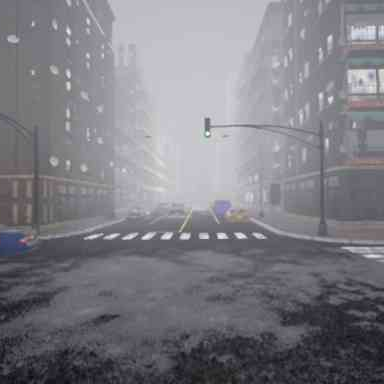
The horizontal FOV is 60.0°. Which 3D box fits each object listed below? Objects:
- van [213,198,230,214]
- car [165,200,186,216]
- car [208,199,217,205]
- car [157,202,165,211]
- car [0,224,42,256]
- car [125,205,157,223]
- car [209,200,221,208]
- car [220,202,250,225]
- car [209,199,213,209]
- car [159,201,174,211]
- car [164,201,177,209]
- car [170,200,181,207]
[{"bbox_3d":[3.762,1.743,39.986,1.690,1.788,3.998,0,-1,2],"label":"van"},{"bbox_3d":[-1.624,1.963,39.001,2.033,1.411,5.357,0,-1,2],"label":"car"},{"bbox_3d":[4.816,2.391,79.557,1.887,1.381,4.507,0,-1,2],"label":"car"},{"bbox_3d":[-3.995,2.088,45.793,1.802,1.307,4.206,0,-1,2],"label":"car"},{"bbox_3d":[-8.274,1.721,11.668,5.357,1.411,2.033,-1,-1,-10],"label":"car"},{"bbox_3d":[-4.591,1.875,28.831,2.008,1.369,4.403,0,-1,2],"label":"car"},{"bbox_3d":[4.350,2.202,62.597,2.008,1.369,4.403,0,-1,2],"label":"car"},{"bbox_3d":[3.478,1.779,26.154,1.752,1.417,4.829,0,-1,2],"label":"car"},{"bbox_3d":[3.885,1.779,45.638,2.192,1.841,5.009,0,-1,2],"label":"car"},{"bbox_3d":[-3.844,2.092,51.279,1.752,1.417,4.829,0,-1,2],"label":"car"},{"bbox_3d":[-3.684,2.212,57.104,1.802,1.307,4.206,0,-1,2],"label":"car"},{"bbox_3d":[-3.373,2.308,68.415,2.008,1.369,4.403,0,-1,2],"label":"car"}]
